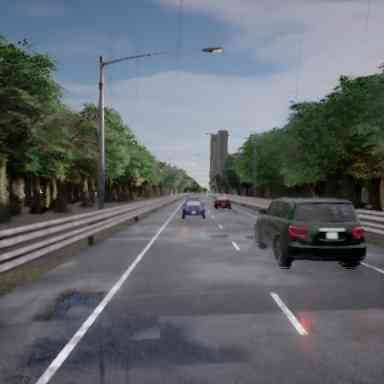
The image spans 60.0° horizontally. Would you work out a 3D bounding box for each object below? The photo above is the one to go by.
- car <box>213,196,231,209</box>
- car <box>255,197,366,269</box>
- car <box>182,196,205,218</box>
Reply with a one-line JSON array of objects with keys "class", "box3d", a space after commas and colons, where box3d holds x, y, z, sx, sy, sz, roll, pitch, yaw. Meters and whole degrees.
[{"class": "car", "box3d": [3.644, 1.255, 41.053, 1.882, 1.535, 5.008, 0, 0, 0]}, {"class": "car", "box3d": [3.586, 1.162, 11.096, 2.150, 2.045, 5.566, 0, 1, 1]}, {"class": "car", "box3d": [0.130, 1.367, 27.732, 1.812, 1.442, 4.674, 0, 0, 0]}]
